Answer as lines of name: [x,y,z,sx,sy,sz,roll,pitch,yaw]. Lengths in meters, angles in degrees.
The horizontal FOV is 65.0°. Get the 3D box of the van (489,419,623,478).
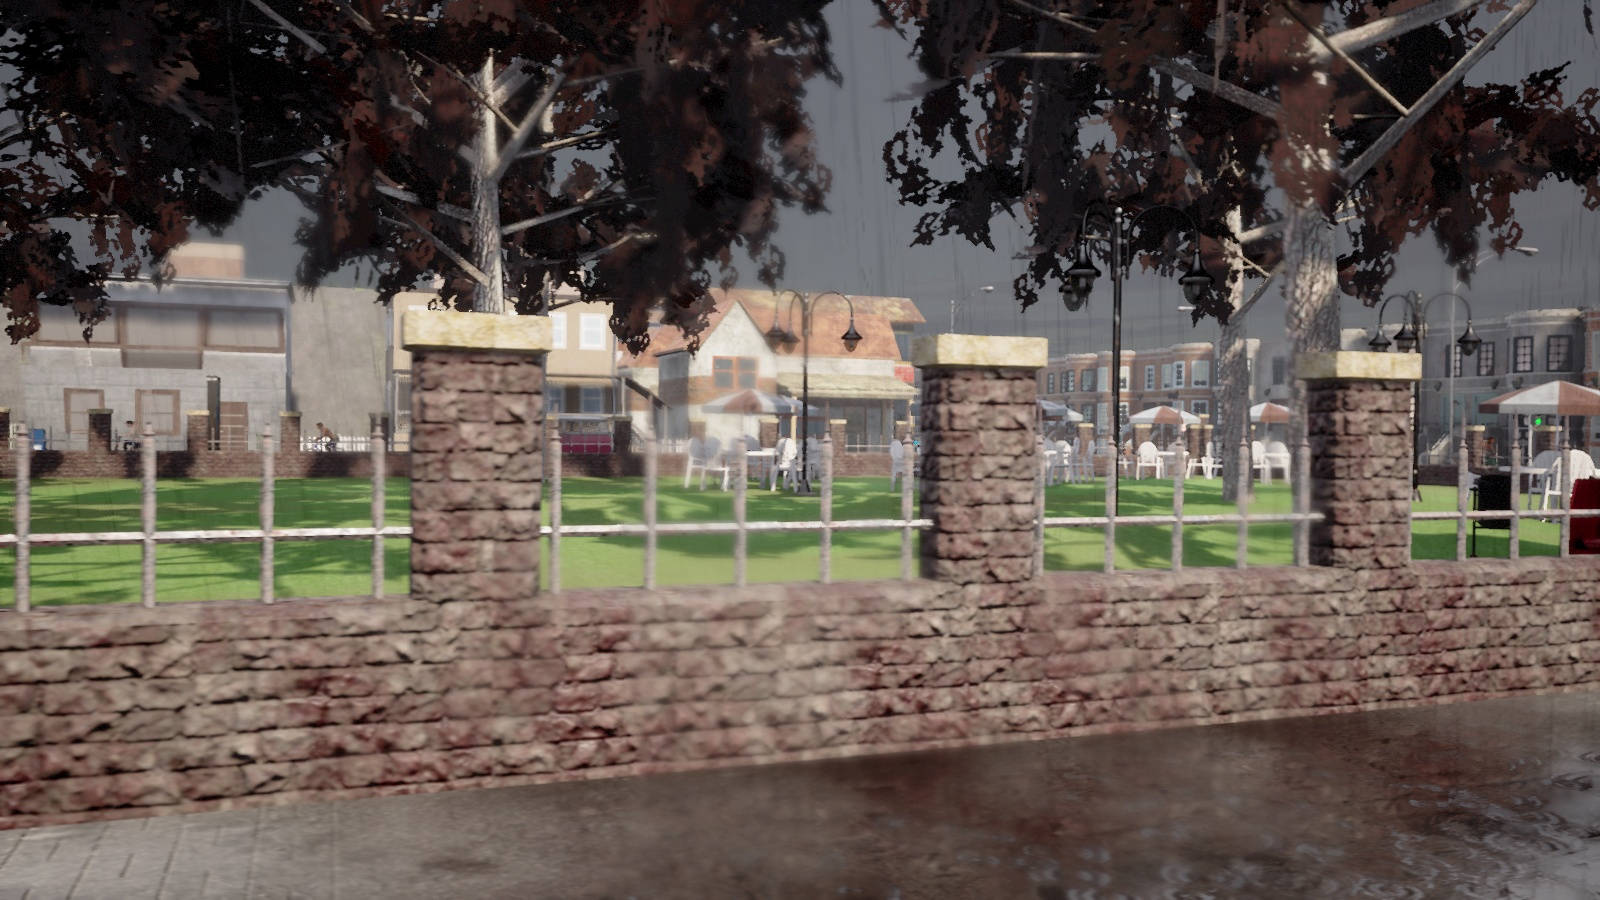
van: [-8.671,-0.070,44.609,4.442,1.987,1.775,-1,1,-21]
